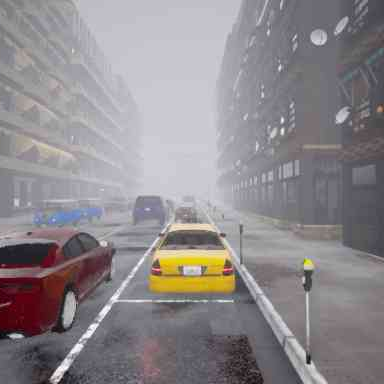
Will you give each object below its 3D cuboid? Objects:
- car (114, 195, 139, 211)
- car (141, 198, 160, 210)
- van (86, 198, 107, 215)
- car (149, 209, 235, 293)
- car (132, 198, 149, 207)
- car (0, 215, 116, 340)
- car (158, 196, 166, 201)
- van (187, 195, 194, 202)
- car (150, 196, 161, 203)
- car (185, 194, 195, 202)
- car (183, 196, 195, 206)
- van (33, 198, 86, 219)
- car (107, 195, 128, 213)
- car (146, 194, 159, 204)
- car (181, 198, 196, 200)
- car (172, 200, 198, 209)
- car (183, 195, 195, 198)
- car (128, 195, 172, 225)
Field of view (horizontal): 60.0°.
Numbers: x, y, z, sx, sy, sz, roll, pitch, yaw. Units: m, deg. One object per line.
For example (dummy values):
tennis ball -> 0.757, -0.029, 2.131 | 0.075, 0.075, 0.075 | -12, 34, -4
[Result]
car -> -8.314, 1.379, 42.876 | 2.192, 1.841, 5.009 | 1, 0, 0
car -> -5.773, 1.642, 46.795 | 2.033, 1.411, 5.357 | 0, 0, 0
van -> -8.313, 1.368, 26.285 | 1.690, 1.788, 3.998 | 1, 0, 0
car -> 0.004, 1.462, 8.843 | 1.801, 1.575, 5.366 | 0, 0, 0
car -> -8.321, 1.660, 53.938 | 1.947, 1.339, 4.313 | 1, 0, 0
car -> -2.920, 1.481, 6.806 | 1.882, 1.535, 5.008 | 0, 0, 0
car -> -8.325, 1.847, 92.652 | 1.802, 1.307, 4.206 | 1, 0, 0
van -> -0.473, 1.576, 87.068 | 1.690, 1.788, 3.998 | 1, 0, 0
car -> -8.323, 1.725, 76.059 | 1.887, 1.381, 4.507 | 1, 0, 0
car -> -0.472, 1.521, 81.536 | 2.192, 1.841, 5.009 | 1, 0, 0
car -> -0.473, 1.553, 59.411 | 1.967, 1.590, 4.097 | 1, 0, 0
van -> -8.312, 1.359, 20.753 | 1.690, 1.788, 3.998 | 2, 0, 0
car -> -8.313, 1.366, 37.346 | 2.192, 1.841, 5.009 | 1, 0, 0
car -> -8.317, 1.471, 70.528 | 2.192, 1.841, 5.009 | 1, 0, 0
car -> -0.438, 1.583, 31.754 | 1.887, 1.381, 4.507 | 1, 0, 0
car -> -0.438, 1.572, 26.224 | 1.887, 1.381, 4.507 | 1, 0, 0
car -> -0.429, 1.490, 37.286 | 1.967, 1.590, 4.097 | 1, 0, 0
car -> -2.921, 1.244, 24.496 | 2.150, 2.045, 5.566 | 0, 0, 0
